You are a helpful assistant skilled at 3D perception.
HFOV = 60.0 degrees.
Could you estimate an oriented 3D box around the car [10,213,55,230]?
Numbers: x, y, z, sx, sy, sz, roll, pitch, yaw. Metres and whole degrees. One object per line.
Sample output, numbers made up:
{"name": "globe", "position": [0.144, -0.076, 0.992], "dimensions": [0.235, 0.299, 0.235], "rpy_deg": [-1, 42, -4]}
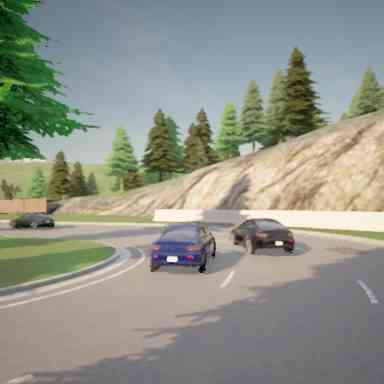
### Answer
{"name": "car", "position": [-14.352, 2.602, 29.913], "dimensions": [4.181, 1.385, 1.994], "rpy_deg": [-2, -2, 26]}

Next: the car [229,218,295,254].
{"name": "car", "position": [3.086, 1.890, 15.187], "dimensions": [1.812, 1.442, 4.674], "rpy_deg": [0, -2, -7]}

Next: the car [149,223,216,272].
{"name": "car", "position": [-0.226, 1.860, 12.040], "dimensions": [1.812, 1.442, 4.674], "rpy_deg": [0, -1, 9]}
